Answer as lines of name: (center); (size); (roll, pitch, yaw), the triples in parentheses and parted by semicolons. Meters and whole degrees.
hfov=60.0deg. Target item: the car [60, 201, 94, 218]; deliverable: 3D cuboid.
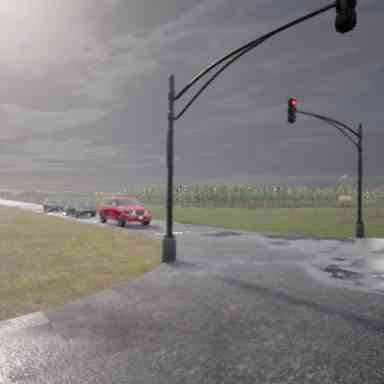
car: (-11.057, 1.724, 32.905); (2.033, 1.411, 5.357); (1, -1, -36)

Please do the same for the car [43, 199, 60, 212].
car: (-17.112, 1.701, 41.305); (1.837, 1.490, 4.892); (1, -1, -36)

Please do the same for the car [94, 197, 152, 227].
car: (-5.041, 1.376, 24.588); (2.150, 2.045, 5.566); (1, -1, -36)
